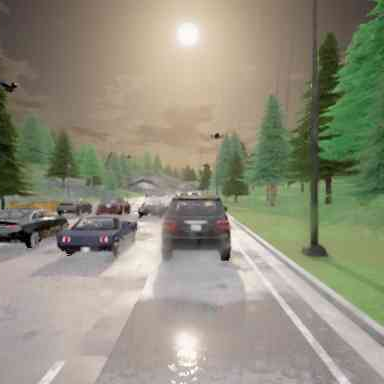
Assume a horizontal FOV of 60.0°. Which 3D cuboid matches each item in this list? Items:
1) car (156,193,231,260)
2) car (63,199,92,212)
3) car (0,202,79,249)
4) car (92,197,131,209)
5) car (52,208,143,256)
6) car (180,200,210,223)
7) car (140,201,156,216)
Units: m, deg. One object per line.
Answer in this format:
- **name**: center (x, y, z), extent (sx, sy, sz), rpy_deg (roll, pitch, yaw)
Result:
- **car**: center (0.159, 1.141, 12.179), extent (2.150, 2.045, 5.566), rpy_deg (0, -1, 1)
- **car**: center (-10.194, 1.315, 29.276), extent (2.128, 1.511, 4.902), rpy_deg (0, 0, 1)
- **car**: center (-6.817, 1.406, 13.973), extent (2.128, 1.511, 4.902), rpy_deg (0, 0, 1)
- **car**: center (-6.699, 1.176, 28.931), extent (2.097, 1.767, 4.553), rpy_deg (0, 0, 1)
- **car**: center (-3.333, 1.523, 12.770), extent (1.895, 1.301, 4.718), rpy_deg (0, 0, 1)
- **car**: center (0.245, 1.395, 25.448), extent (2.033, 1.411, 5.357), rpy_deg (0, 0, 1)
- **car**: center (-3.215, 1.434, 27.778), extent (1.895, 1.301, 4.718), rpy_deg (0, 0, 1)
